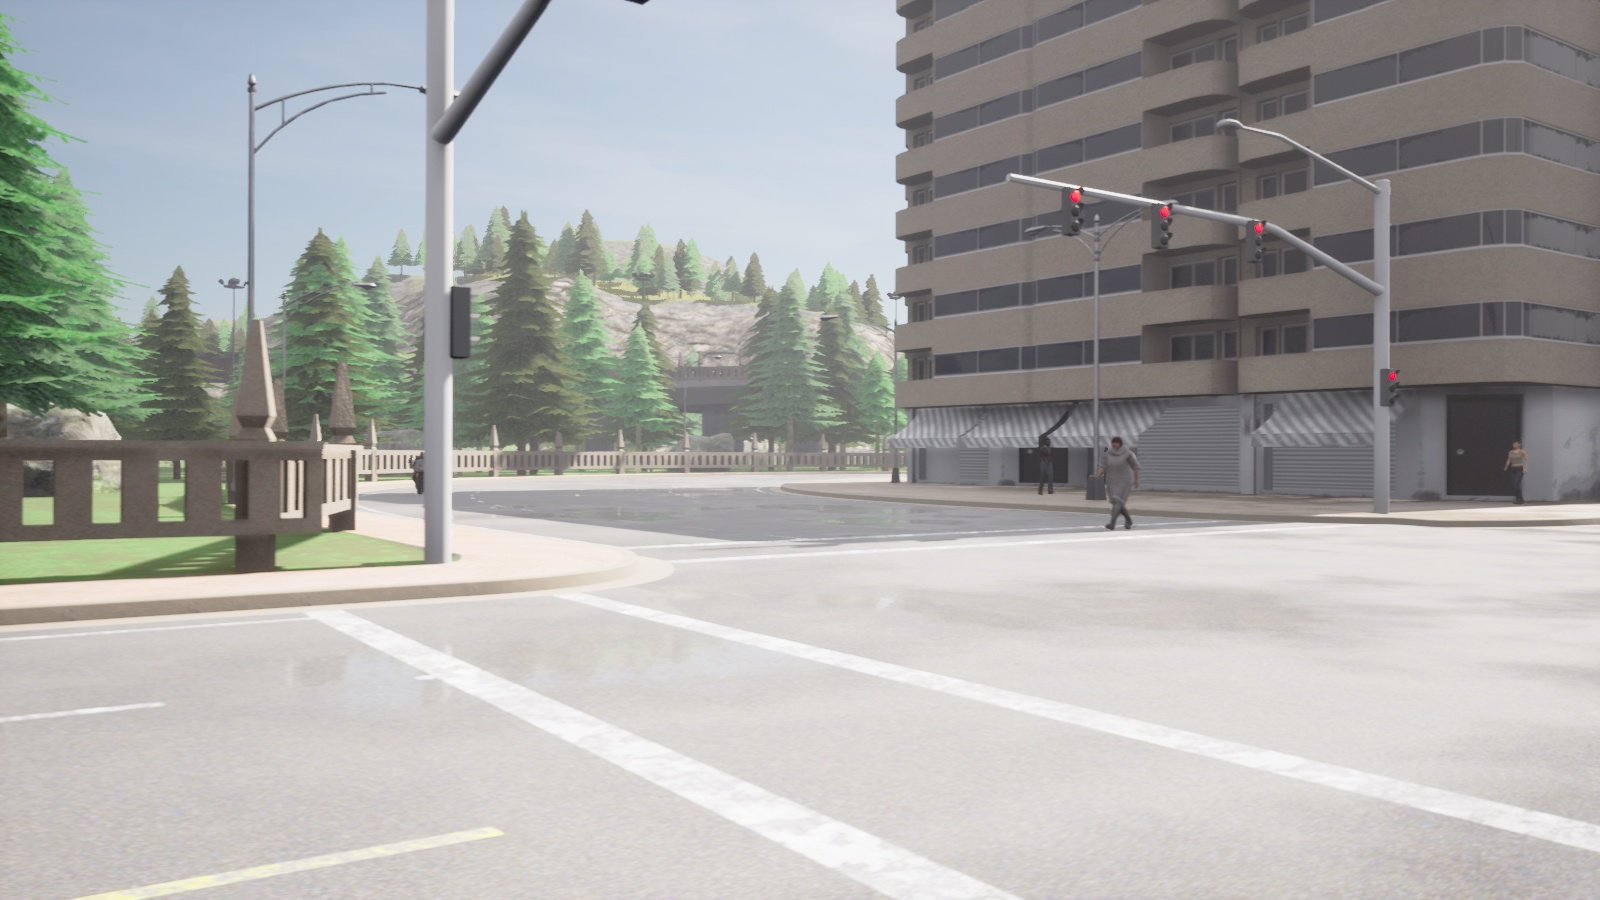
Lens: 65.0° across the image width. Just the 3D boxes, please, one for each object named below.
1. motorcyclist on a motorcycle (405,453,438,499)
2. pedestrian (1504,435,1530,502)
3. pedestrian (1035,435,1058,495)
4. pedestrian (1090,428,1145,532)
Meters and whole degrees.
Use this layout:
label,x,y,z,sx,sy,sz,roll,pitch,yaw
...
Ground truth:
label,x,y,z,sx,sy,sz,roll,pitch,yaw
motorcyclist on a motorcycle,-13.083,0.881,43.494,0.866,1.530,2.191,0,0,-11
pedestrian,19.754,0.502,34.605,0.594,1.836,0.345,0,0,-25
pedestrian,7.928,0.484,40.391,0.402,1.930,0.666,0,0,-28
pedestrian,6.096,0.560,24.082,0.873,1.952,0.659,0,0,-44
